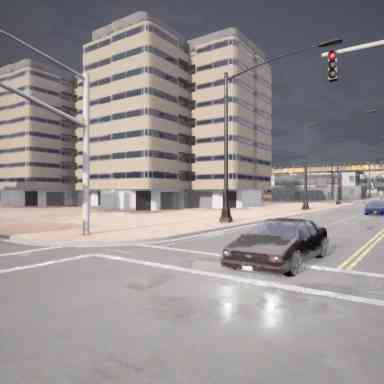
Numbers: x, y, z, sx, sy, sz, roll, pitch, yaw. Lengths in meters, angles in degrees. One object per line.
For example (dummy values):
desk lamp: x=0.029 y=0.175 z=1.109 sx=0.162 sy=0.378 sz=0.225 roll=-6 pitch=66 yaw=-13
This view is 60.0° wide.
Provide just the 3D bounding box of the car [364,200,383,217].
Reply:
car: x=17.478 y=1.489 z=31.164 sx=1.882 sy=1.535 sz=5.008 roll=0 pitch=0 yaw=35

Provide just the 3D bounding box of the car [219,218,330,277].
car: x=2.942 y=1.550 z=10.621 sx=2.033 sy=1.411 sz=5.357 roll=0 pitch=0 yaw=35
